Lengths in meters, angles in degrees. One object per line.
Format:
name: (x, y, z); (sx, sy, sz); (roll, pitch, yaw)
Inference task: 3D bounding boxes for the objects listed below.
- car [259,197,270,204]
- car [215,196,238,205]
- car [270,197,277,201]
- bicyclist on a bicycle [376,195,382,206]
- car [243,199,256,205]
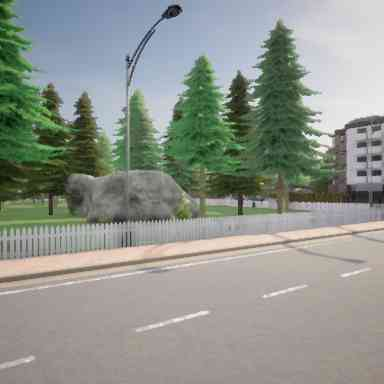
car: (11.733, 1.515, 62.611); (1.837, 1.490, 4.892); (0, 0, -34)
car: (5.933, 1.558, 58.691); (1.812, 1.442, 4.674); (0, 0, -34)
car: (14.616, 1.615, 64.595); (1.895, 1.301, 4.718); (0, 0, -34)
bicyclist on a bicycle: (28.601, 1.299, 50.837); (1.656, 1.620, 0.582); (0, 0, -34)
car: (8.833, 1.510, 60.651); (1.882, 1.535, 5.008); (0, 0, -34)
